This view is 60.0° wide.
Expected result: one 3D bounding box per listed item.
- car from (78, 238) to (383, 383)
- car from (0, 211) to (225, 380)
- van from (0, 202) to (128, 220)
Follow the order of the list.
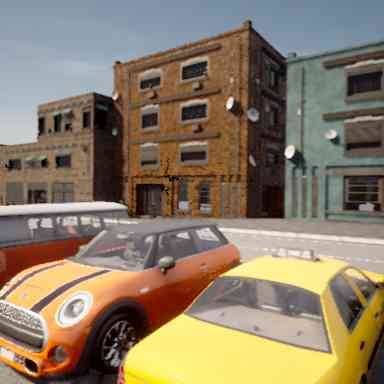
[{"bbox_3d":[1.439,1.477,4.349,1.946,1.575,5.366,0,0,36],"label":"car"},{"bbox_3d":[-0.916,1.353,5.840,2.185,1.767,4.553,0,0,36],"label":"car"},{"bbox_3d":[-3.081,1.252,7.491,1.878,1.987,4.442,0,0,35],"label":"van"}]
